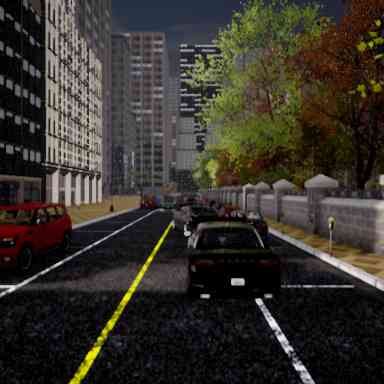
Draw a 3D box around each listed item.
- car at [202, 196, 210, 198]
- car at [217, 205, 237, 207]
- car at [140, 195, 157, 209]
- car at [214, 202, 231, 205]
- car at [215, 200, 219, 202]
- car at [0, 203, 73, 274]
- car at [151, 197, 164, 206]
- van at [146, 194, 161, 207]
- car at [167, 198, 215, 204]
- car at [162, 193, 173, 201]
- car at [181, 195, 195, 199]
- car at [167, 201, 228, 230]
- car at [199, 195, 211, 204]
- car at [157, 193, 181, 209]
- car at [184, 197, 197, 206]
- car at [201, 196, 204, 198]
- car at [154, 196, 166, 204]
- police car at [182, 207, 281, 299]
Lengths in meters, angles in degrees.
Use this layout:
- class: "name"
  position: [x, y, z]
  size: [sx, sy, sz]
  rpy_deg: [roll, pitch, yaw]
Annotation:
- class: "car"
  position: [2.419, 1.517, 38.310]
  size: [1.947, 1.339, 4.313]
  rpy_deg: [0, 0, 0]
- class: "car"
  position: [2.526, 1.532, 16.111]
  size: [2.008, 1.369, 4.403]
  rpy_deg: [0, 0, 0]
- class: "car"
  position: [-5.633, 1.258, 43.921]
  size: [2.192, 1.841, 5.009]
  rpy_deg: [0, 0, 0]
- class: "car"
  position: [2.499, 1.555, 21.661]
  size: [1.802, 1.307, 4.206]
  rpy_deg: [0, 0, 0]
- class: "car"
  position: [2.472, 1.532, 27.211]
  size: [1.947, 1.339, 4.313]
  rpy_deg: [0, 0, 0]
- class: "car"
  position: [-5.475, 1.303, 10.673]
  size: [2.192, 1.841, 5.009]
  rpy_deg: [0, 0, 0]
- class: "car"
  position: [-5.686, 1.506, 55.003]
  size: [1.802, 1.307, 4.206]
  rpy_deg: [0, 0, 0]
- class: "van"
  position: [-5.659, 1.275, 49.462]
  size: [1.690, 1.788, 3.998]
  rpy_deg: [0, 0, 0]
- class: "car"
  position: [0.078, 1.475, 24.800]
  size: [1.837, 1.490, 4.892]
  rpy_deg: [0, 0, 17]
- class: "car"
  position: [-5.647, 1.201, 77.166]
  size: [2.192, 1.841, 5.009]
  rpy_deg: [0, 0, 0]
- class: "car"
  position: [-0.156, 1.469, 43.468]
  size: [1.812, 1.442, 4.674]
  rpy_deg: [0, 0, 0]
- class: "car"
  position: [0.174, 1.483, 18.208]
  size: [1.837, 1.490, 4.892]
  rpy_deg: [0, 0, -15]
- class: "car"
  position: [2.313, 1.355, 60.509]
  size: [1.967, 1.590, 4.097]
  rpy_deg: [0, 0, 0]
- class: "car"
  position: [-2.959, 1.295, 43.302]
  size: [2.097, 1.767, 4.553]
  rpy_deg: [0, 0, 0]
- class: "car"
  position: [-0.215, 1.475, 53.451]
  size: [2.033, 1.411, 5.357]
  rpy_deg: [0, 0, 0]
- class: "car"
  position: [2.366, 1.516, 49.410]
  size: [1.802, 1.307, 4.206]
  rpy_deg: [0, 0, 0]
- class: "car"
  position: [-5.712, 1.441, 60.374]
  size: [1.752, 1.417, 4.829]
  rpy_deg: [0, 0, 0]
- class: "police car"
  position: [0.819, 1.415, 8.585]
  size: [1.930, 1.638, 5.238]
  rpy_deg: [0, 0, 0]
